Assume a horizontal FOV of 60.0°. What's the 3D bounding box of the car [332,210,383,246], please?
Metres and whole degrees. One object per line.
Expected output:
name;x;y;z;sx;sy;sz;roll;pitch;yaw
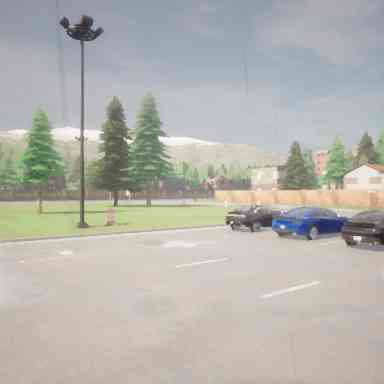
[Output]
car;8.269;1.513;14.066;4.892;1.490;1.837;0;0;-35

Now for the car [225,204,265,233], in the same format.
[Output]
car;4.183;1.492;19.794;4.902;1.511;2.128;0;0;-35

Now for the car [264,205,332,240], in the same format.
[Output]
car;6.236;1.482;16.916;5.008;1.535;1.882;0;0;-35
